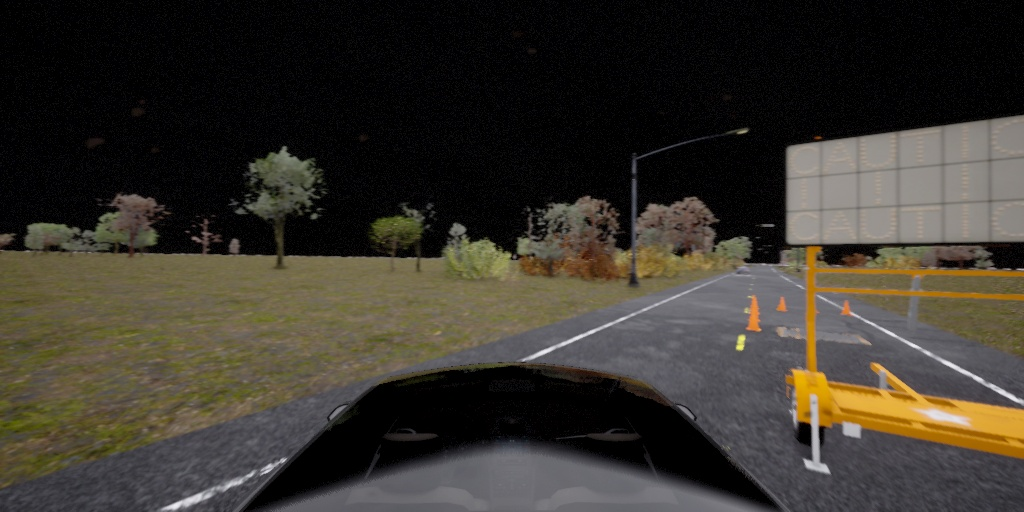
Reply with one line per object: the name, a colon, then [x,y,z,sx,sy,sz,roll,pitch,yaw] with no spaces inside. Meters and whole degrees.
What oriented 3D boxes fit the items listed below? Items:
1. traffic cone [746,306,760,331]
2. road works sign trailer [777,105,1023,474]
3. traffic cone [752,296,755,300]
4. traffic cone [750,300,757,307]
traffic cone: [7.207,1.897,10.710,0.340,0.580,0.340,0,0,34]
road works sign trailer: [4.533,0.293,4.065,2.380,3.560,2.880,0,0,33]
traffic cone: [9.447,1.964,14.023,0.340,0.580,0.340,0,0,34]
traffic cone: [8.327,1.930,12.367,0.340,0.580,0.340,0,0,34]
